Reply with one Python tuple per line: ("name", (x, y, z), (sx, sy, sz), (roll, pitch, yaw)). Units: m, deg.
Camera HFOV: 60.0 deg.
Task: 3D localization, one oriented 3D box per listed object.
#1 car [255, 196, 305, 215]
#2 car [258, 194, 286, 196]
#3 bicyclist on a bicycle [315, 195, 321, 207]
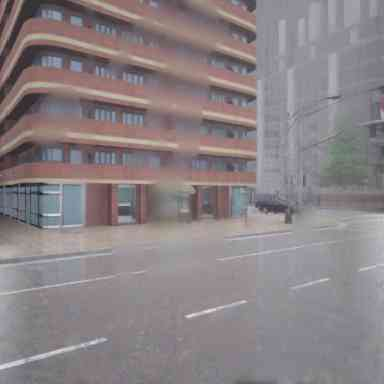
("car", (8.880, 1.491, 32.967), (2.128, 1.511, 4.902), (0, 0, -36))
("car", (9.703, 1.222, 37.764), (2.150, 2.045, 5.566), (0, 0, -36))
("bicyclist on a bicycle", (17.810, 1.301, 46.968), (1.656, 1.620, 0.582), (0, 0, -36))
